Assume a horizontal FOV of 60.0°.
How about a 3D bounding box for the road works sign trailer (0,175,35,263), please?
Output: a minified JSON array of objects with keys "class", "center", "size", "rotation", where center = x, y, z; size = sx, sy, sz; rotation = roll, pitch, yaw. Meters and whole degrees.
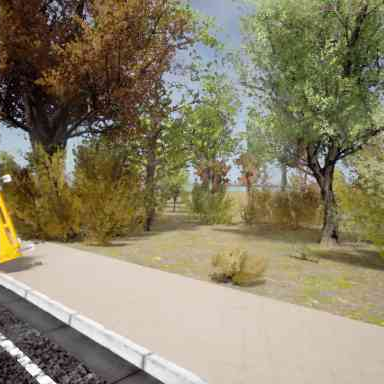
[{"class":"road works sign trailer","center":[-5.840,0.922,7.227],"size":[2.880,2.380,3.560],"rotation":[-20,-2,-6]}]
